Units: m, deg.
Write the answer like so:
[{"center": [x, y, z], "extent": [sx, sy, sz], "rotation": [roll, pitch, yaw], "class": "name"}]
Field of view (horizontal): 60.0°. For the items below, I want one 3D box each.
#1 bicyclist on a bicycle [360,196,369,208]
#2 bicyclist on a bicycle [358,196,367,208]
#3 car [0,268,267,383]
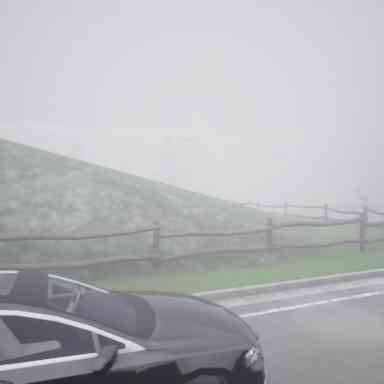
[{"center": [22.916, 1.303, 43.779], "extent": [1.656, 1.620, 0.582], "rotation": [0, 0, -44], "class": "bicyclist on a bicycle"}, {"center": [22.607, 1.303, 44.100], "extent": [1.656, 1.620, 0.582], "rotation": [0, 0, -44], "class": "bicyclist on a bicycle"}, {"center": [-1.633, 1.491, 2.902], "extent": [4.902, 1.511, 2.128], "rotation": [0, 0, -23], "class": "car"}]
